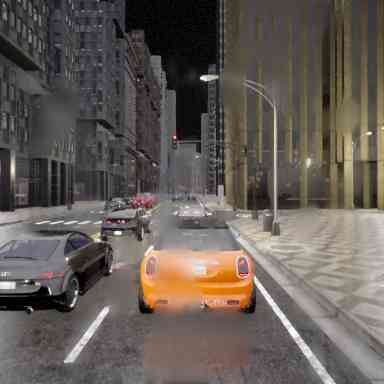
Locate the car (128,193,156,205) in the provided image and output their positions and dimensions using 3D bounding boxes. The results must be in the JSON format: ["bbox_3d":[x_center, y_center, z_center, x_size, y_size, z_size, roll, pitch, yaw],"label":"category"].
[{"bbox_3d":[-6.625,1.147,44.800,2.150,2.045,5.566,0,0,2],"label":"car"}]

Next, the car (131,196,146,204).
[{"bbox_3d":[-9.885,1.466,61.930,1.895,1.301,4.718,0,0,0],"label":"car"}]

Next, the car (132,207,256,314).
[{"bbox_3d":[0.095,1.349,7.781,2.097,1.767,4.553,0,0,0],"label":"car"}]

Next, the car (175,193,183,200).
[{"bbox_3d":[-3.352,1.118,84.332,1.837,1.490,4.892,0,0,0],"label":"car"}]

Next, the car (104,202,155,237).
[{"bbox_3d":[-3.167,1.492,16.581,1.837,1.490,4.892,0,0,0],"label":"car"}]

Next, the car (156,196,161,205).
[{"bbox_3d":[-6.652,1.416,54.951,1.812,1.442,4.674,0,0,0],"label":"car"}]

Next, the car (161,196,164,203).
[{"bbox_3d":[-6.611,1.399,65.562,2.033,1.411,5.357,0,0,1],"label":"car"}]

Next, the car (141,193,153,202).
[{"bbox_3d":[-9.839,1.179,73.327,2.097,1.767,4.553,0,0,0],"label":"car"}]

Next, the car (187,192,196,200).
[{"bbox_3d":[-0.101,0.973,84.305,2.097,1.767,4.553,0,0,0],"label":"car"}]

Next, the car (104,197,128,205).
[{"bbox_3d":[-9.899,1.437,42.685,1.837,1.490,4.892,0,0,0],"label":"car"}]

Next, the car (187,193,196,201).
[{"bbox_3d":[-0.089,1.337,74.331,1.812,1.442,4.674,0,0,0],"label":"car"}]

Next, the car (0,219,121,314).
[{"bbox_3d":[-3.165,1.561,7.684,1.994,1.385,4.181,0,0,0],"label":"car"}]

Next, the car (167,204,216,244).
[{"bbox_3d":[0.012,1.479,16.788,2.128,1.511,4.902,0,0,1],"label":"car"}]

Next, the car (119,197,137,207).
[{"bbox_3d":[-9.908,1.466,51.598,1.994,1.385,4.181,0,0,0],"label":"car"}]

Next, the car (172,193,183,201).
[{"bbox_3d":[-3.339,1.168,74.296,2.097,1.767,4.553,0,0,0],"label":"car"}]
